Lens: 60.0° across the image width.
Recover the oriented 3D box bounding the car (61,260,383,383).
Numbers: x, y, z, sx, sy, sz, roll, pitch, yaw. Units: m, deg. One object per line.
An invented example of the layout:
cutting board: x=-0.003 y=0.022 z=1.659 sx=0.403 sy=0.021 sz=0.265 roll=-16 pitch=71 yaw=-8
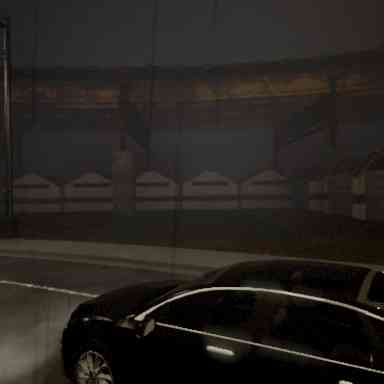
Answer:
car: x=0.737 y=1.469 z=3.305 sx=4.892 sy=1.490 sz=1.837 roll=-1 pitch=-1 yaw=33
